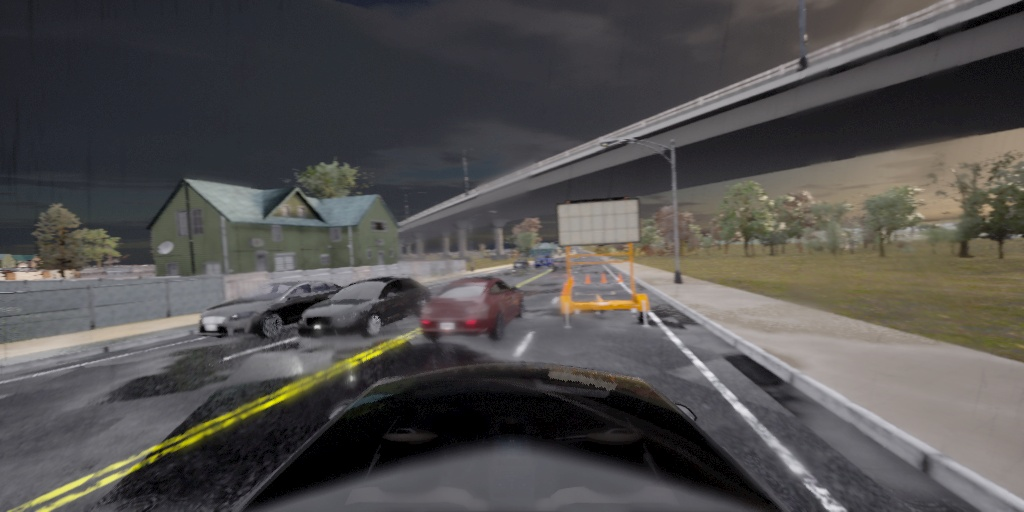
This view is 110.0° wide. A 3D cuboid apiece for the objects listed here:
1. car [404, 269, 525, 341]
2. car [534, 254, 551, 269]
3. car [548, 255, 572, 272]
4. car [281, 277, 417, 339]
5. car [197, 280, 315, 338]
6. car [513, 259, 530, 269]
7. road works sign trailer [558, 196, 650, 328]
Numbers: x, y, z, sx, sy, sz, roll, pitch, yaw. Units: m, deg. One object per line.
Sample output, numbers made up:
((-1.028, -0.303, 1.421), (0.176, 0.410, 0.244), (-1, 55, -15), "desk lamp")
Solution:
((-0.891, 1.308, 9.932), (1.812, 1.442, 4.674), (-3, 0, 13), "car")
((4.538, 0.710, 50.899), (2.150, 2.045, 5.566), (-3, 0, 13), "car")
((5.593, 0.938, 39.535), (2.128, 1.511, 4.902), (-3, 0, 12), "car")
((-4.177, 1.442, 11.033), (1.837, 1.490, 4.892), (-3, 0, 13), "car")
((-7.342, 1.579, 11.762), (2.128, 1.511, 4.902), (-3, 0, 13), "car")
((1.384, 1.132, 51.613), (2.128, 1.511, 4.902), (-3, 0, 13), "car")
((2.703, 0.075, 10.805), (2.380, 3.560, 2.880), (0, 0, 9), "road works sign trailer")
